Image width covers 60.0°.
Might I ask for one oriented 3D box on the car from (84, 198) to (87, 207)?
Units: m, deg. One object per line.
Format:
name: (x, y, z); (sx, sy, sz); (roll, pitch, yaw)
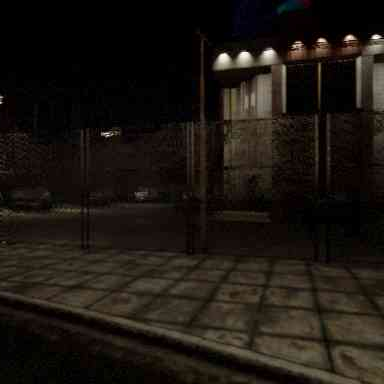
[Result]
car: (-13.925, 1.443, 44.328); (4.718, 1.301, 1.895); (0, 0, 16)

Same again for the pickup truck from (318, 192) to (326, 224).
pickup truck: (7.487, 1.028, 18.595); (2.390, 2.098, 6.274); (0, 0, 16)
